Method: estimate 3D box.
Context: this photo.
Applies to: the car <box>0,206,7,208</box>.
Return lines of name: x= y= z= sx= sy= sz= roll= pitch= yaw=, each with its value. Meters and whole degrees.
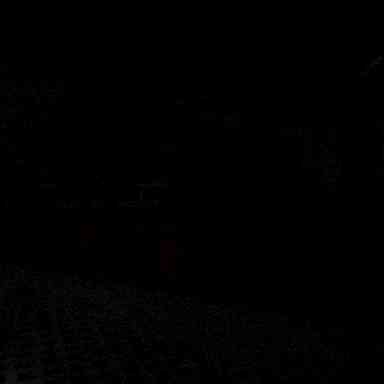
car: x=-15.348 y=1.825 z=25.353 sx=1.812 sy=1.442 sz=4.674 roll=-3 pitch=-2 yaw=22

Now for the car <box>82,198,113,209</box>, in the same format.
car: x=-10.882 y=1.735 z=36.472 sx=2.150 sy=2.045 sz=5.566 roll=-3 pitch=-2 yaw=22

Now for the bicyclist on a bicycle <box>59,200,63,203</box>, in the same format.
bicyclist on a bicycle: x=-9.455 y=1.380 z=24.359 sx=1.656 sy=1.620 sz=0.582 roll=-3 pitch=-2 yaw=22
